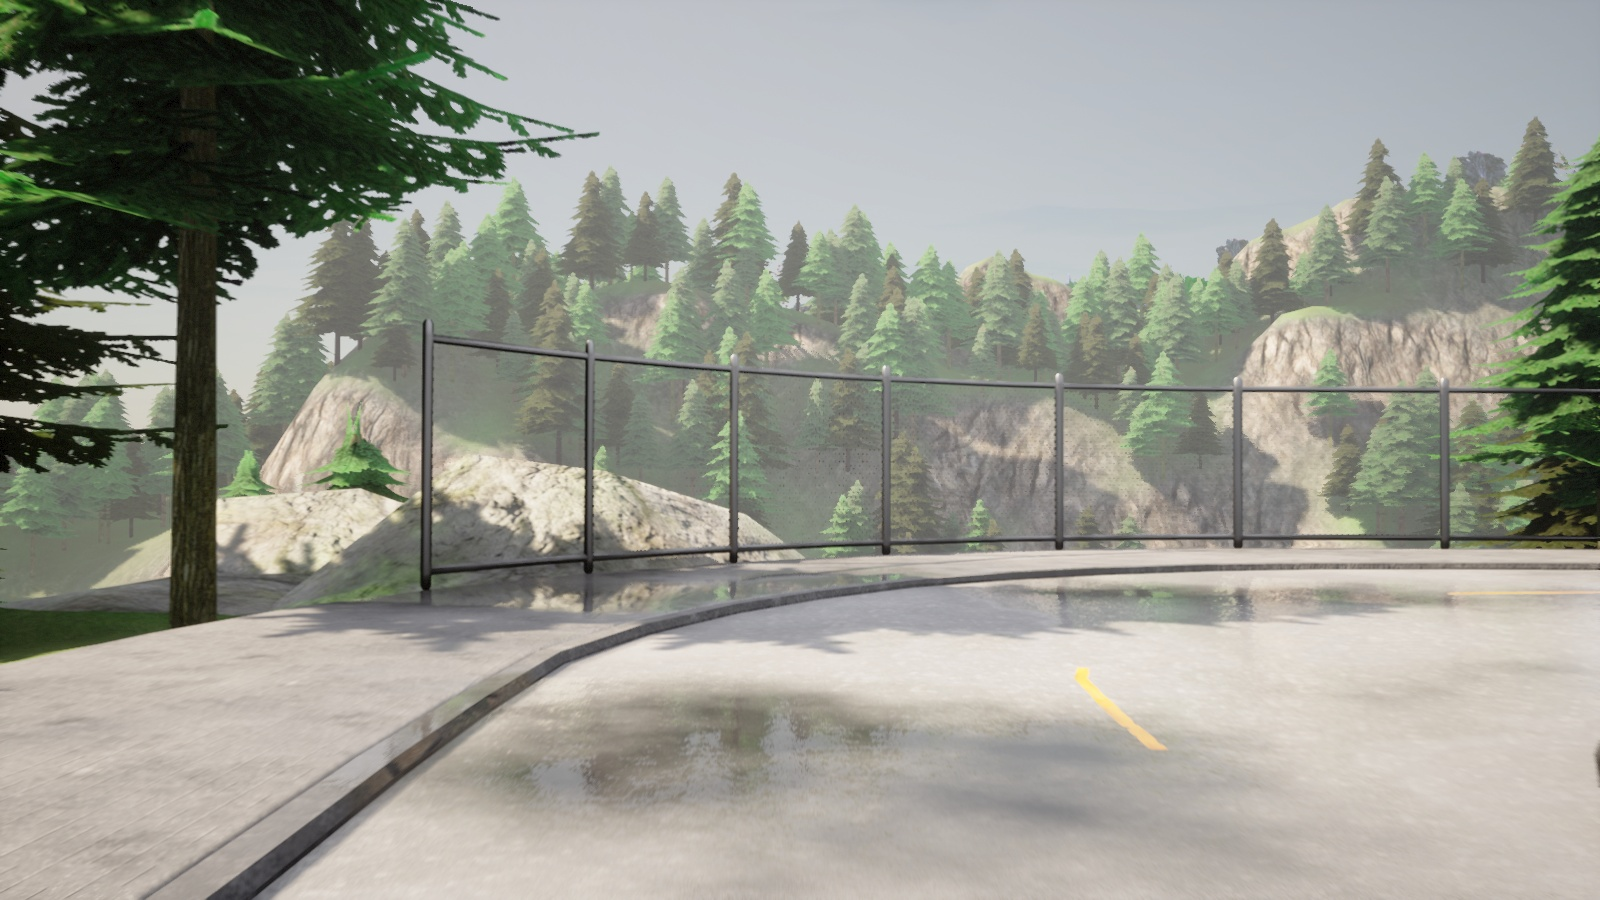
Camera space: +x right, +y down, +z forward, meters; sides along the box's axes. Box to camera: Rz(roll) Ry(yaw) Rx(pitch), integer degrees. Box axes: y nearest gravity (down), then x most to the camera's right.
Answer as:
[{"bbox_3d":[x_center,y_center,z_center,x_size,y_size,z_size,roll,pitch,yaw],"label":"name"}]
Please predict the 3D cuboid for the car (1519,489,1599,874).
[{"bbox_3d":[3.991,0.867,3.259,1.816,1.474,4.193,0,-1,0],"label":"car"}]
